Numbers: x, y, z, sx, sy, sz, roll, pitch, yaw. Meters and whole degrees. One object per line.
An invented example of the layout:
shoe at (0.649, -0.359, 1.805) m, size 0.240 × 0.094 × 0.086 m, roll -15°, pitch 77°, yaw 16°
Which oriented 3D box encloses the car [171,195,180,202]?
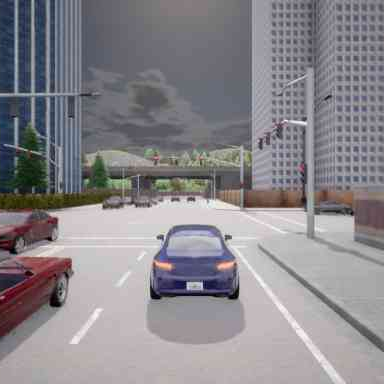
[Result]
car at (-3.662, 1.509, 74.559) m, size 1.812 × 1.442 × 4.674 m, roll 0°, pitch 0°, yaw 0°

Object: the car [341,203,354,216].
car at (16.223, 1.567, 29.999) m, size 4.181 × 1.385 × 1.994 m, roll 0°, pitch 0°, yaw 0°

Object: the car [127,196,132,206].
car at (-10.707, 1.497, 54.835) m, size 2.128 × 1.511 × 4.902 m, roll 0°, pitch 0°, yaw 0°

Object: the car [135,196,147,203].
car at (-10.651, 1.601, 69.479) m, size 1.895 × 1.301 × 4.718 m, roll 0°, pitch 0°, yaw 0°

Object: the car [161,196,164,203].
car at (-7.156, 1.553, 71.651) m, size 1.994 × 1.385 × 4.181 m, roll 0°, pitch 0°, yaw 0°

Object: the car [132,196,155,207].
car at (-7.203, 1.357, 49.877) m, size 2.097 × 1.767 × 4.553 m, roll 0°, pitch 0°, yaw 0°

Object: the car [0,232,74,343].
car at (-3.450, 1.601, 5.022) m, size 1.895 × 1.301 × 4.718 m, roll 0°, pitch 0°, yaw 0°

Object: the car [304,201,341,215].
car at (13.557, 1.567, 33.506) m, size 4.181 × 1.385 × 1.994 m, roll 0°, pitch 0°, yaw 0°

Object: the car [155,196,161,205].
car at (-7.205, 1.607, 58.948) m, size 1.895 × 1.301 × 4.718 m, roll 0°, pitch 0°, yaw 0°

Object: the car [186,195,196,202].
car at (-0.162, 1.485, 74.566) m, size 1.837 × 1.490 × 4.892 m, roll 0°, pitch 0°, yaw 0°

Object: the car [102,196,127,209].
car at (-10.697, 1.357, 45.389) m, size 2.097 × 1.767 × 4.553 m, roll 0°, pitch 0°, yaw 0°

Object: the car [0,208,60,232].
car at (-7.130, 1.479, 13.577) m, size 1.882 × 1.535 × 5.008 m, roll 0°, pitch 0°, yaw 0°

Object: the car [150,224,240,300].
car at (0.060, 1.527, 8.290) m, size 1.812 × 1.442 × 4.674 m, roll 0°, pitch 0°, yaw 0°
